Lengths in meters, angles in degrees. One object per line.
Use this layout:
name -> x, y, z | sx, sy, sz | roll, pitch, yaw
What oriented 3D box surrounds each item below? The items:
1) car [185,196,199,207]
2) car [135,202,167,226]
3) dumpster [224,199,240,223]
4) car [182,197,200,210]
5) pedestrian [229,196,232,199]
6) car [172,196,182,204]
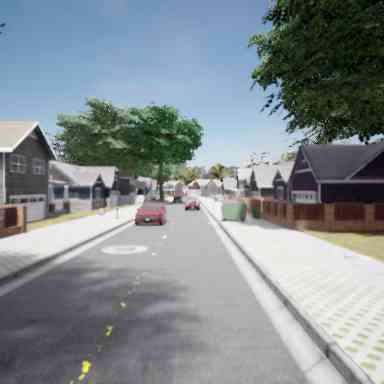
car -> -0.001, 1.487, 51.626 | 2.128, 1.511, 4.902 | 0, 0, 0
car -> -2.850, 1.488, 23.756 | 1.882, 1.535, 5.008 | 0, 0, 0
dumpster -> 3.014, 1.406, 25.193 | 1.020, 1.700, 1.940 | 0, 0, 0
car -> 0.064, 1.603, 41.906 | 1.895, 1.301, 4.718 | 0, 0, 0
pedestrian -> 3.008, 1.152, 26.201 | 0.375, 1.860, 0.375 | 0, 0, -10
car -> -2.766, 1.514, 64.821 | 1.837, 1.490, 4.892 | 0, 0, 0
